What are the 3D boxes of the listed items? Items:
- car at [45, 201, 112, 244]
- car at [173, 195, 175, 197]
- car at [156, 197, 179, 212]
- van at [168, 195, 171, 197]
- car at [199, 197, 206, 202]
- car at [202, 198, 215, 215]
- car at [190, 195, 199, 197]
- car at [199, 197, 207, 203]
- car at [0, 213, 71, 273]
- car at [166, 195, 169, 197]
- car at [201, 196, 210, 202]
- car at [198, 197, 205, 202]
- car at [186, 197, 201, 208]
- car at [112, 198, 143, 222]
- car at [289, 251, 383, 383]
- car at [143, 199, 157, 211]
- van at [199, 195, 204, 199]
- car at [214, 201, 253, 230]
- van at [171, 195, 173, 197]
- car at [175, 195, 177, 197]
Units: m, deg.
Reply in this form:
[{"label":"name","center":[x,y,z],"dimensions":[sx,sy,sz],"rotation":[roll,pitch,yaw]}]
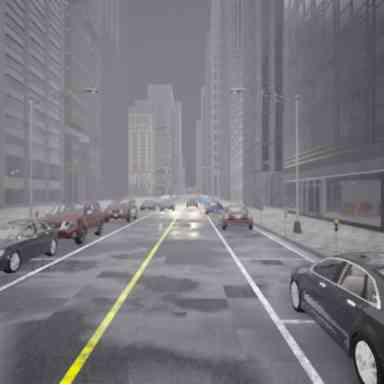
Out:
[{"label":"car","center":[-5.760,1.388,16.276],"dimensions":[2.192,1.841,5.009],"rotation":[0,0,0]},{"label":"car","center":[-5.734,1.804,78.323],"dimensions":[1.967,1.590,4.097],"rotation":[0,0,0]},{"label":"car","center":[-3.073,1.702,42.228],"dimensions":[1.837,1.490,4.892],"rotation":[0,-1,0]},{"label":"van","center":[-5.739,1.653,67.042],"dimensions":[1.690,1.788,3.998],"rotation":[0,0,0]},{"label":"car","center":[2.796,1.999,89.605],"dimensions":[1.802,1.307,4.206],"rotation":[0,0,0]},{"label":"car","center":[2.365,1.690,35.584],"dimensions":[1.812,1.442,4.674],"rotation":[0,0,0]},{"label":"car","center":[0.029,1.658,71.668],"dimensions":[1.882,1.535,5.008],"rotation":[0,0,0]},{"label":"car","center":[2.794,1.973,83.964],"dimensions":[1.802,1.307,4.206],"rotation":[0,0,0]},{"label":"car","center":[-5.762,1.598,10.634],"dimensions":[2.008,1.369,4.403],"rotation":[0,0,0]},{"label":"car","center":[-5.741,1.810,61.231],"dimensions":[1.752,1.417,4.829],"rotation":[0,0,0]},{"label":"car","center":[2.780,1.777,50.120],"dimensions":[1.887,1.381,4.507],"rotation":[0,0,0]},{"label":"car","center":[2.798,2.009,95.245],"dimensions":[1.947,1.339,4.313],"rotation":[0,0,0]},{"label":"car","center":[0.022,1.849,53.507],"dimensions":[1.895,1.301,4.718],"rotation":[0,0,0]},{"label":"car","center":[-5.756,1.441,27.557],"dimensions":[2.192,1.841,5.009],"rotation":[0,0,0]},{"label":"car","center":[2.761,1.573,4.997],"dimensions":[2.008,1.369,4.403],"rotation":[0,0,0]},{"label":"car","center":[-5.748,1.772,44.479],"dimensions":[1.947,1.339,4.313],"rotation":[0,0,0]},{"label":"van","center":[2.786,1.653,67.043],"dimensions":[1.690,1.788,3.998],"rotation":[0,0,0]},{"label":"car","center":[2.768,1.540,21.918],"dimensions":[1.967,1.590,4.097],"rotation":[0,0,0]},{"label":"van","center":[-5.737,1.679,72.683],"dimensions":[1.690,1.788,3.998],"rotation":[0,0,0]},{"label":"car","center":[-5.733,1.706,83.965],"dimensions":[2.192,1.841,5.009],"rotation":[0,0,0]}]
